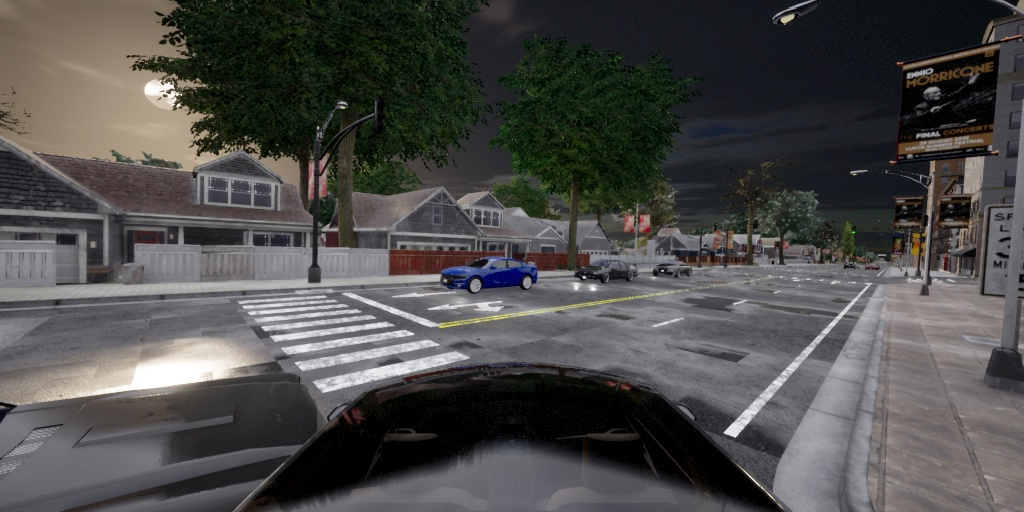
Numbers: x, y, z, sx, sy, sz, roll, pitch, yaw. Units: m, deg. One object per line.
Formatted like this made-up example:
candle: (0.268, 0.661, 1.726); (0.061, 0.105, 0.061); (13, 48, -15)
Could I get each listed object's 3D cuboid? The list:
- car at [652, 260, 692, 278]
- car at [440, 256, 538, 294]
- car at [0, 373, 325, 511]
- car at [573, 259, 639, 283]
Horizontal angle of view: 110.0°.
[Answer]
car: (13.580, 1.029, 30.262); (4.181, 1.385, 1.994); (1, 2, -44)
car: (-0.943, 0.778, 16.588); (5.008, 1.535, 1.882); (1, 2, -43)
car: (-3.318, 1.273, 1.430); (4.718, 1.301, 1.895); (1, 2, -33)
car: (6.302, 0.928, 23.424); (5.357, 1.411, 2.033); (1, 2, -43)
